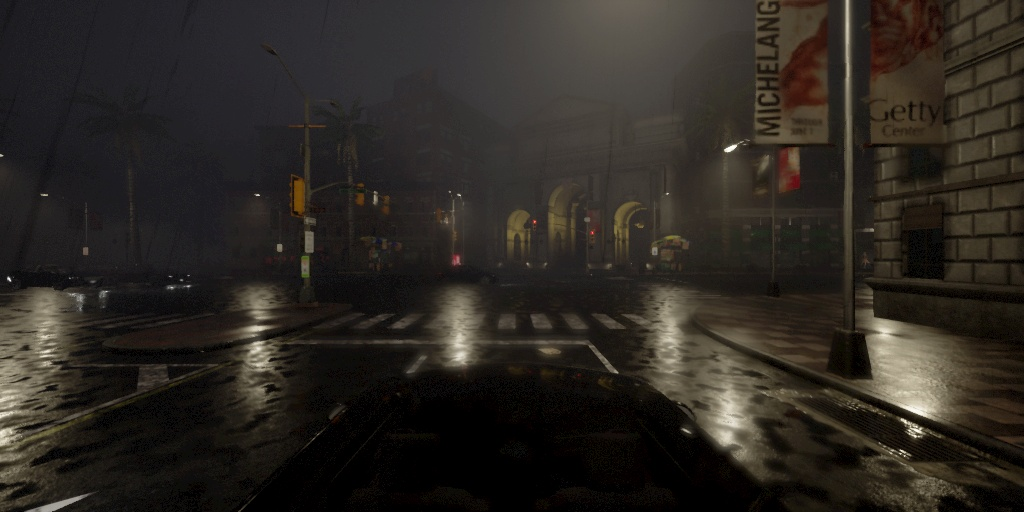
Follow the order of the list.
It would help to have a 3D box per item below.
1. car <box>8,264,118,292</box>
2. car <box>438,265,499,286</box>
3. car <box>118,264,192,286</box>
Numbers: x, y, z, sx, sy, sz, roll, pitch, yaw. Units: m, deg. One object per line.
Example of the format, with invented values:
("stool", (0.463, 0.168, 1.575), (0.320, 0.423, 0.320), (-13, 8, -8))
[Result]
("car", (-26.765, 1.242, 21.159), (4.902, 1.511, 2.128), (0, 0, 8))
("car", (-2.982, 1.314, 24.847), (4.181, 1.385, 1.994), (0, 0, 1))
("car", (-25.750, 1.298, 25.075), (5.357, 1.411, 2.033), (0, 0, 1))
